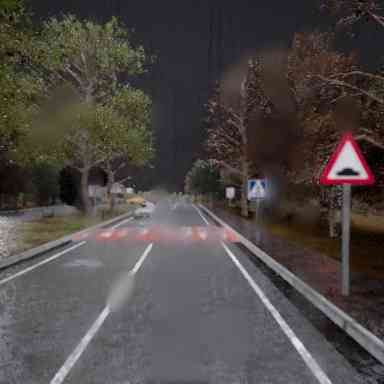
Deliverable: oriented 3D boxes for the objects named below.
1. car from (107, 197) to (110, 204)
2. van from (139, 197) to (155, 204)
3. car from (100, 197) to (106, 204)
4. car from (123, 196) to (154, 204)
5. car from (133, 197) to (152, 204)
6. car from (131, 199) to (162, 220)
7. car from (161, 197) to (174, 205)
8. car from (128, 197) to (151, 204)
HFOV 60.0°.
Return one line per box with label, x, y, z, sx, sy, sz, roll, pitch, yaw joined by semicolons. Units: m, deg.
car;-25.385;2.324;90.078;4.553;1.767;2.185;0;-2;-1
van;-12.517;2.314;92.960;4.442;1.987;1.878;0;-2;-1
car;-25.280;2.257;84.537;4.892;1.521;2.231;0;-2;-1
car;-11.760;1.907;73.557;5.366;1.575;1.946;0;-2;-1
car;-12.172;2.029;81.868;4.553;1.767;2.185;0;-2;-1
car;-3.896;1.646;29.266;1.812;1.442;4.674;0;0;-1
car;-4.788;1.899;70.584;2.128;1.511;4.902;0;-1;-1
car;-12.016;1.984;76.319;4.892;1.521;2.231;0;-2;-1
